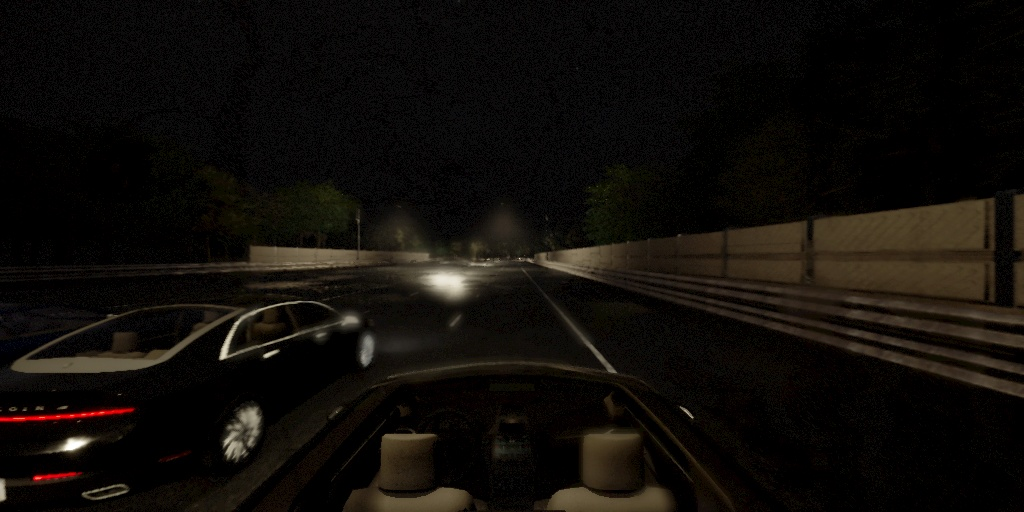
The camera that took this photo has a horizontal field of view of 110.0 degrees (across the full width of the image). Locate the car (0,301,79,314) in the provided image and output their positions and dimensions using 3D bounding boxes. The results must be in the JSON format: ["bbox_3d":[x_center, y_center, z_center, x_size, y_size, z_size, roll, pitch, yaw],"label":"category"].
[{"bbox_3d":[-6.900,1.321,5.064,1.994,1.385,4.181,0,0,0],"label":"car"}]

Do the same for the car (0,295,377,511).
[{"bbox_3d":[-3.400,1.261,4.731,1.837,1.490,4.892,0,0,0],"label":"car"}]
